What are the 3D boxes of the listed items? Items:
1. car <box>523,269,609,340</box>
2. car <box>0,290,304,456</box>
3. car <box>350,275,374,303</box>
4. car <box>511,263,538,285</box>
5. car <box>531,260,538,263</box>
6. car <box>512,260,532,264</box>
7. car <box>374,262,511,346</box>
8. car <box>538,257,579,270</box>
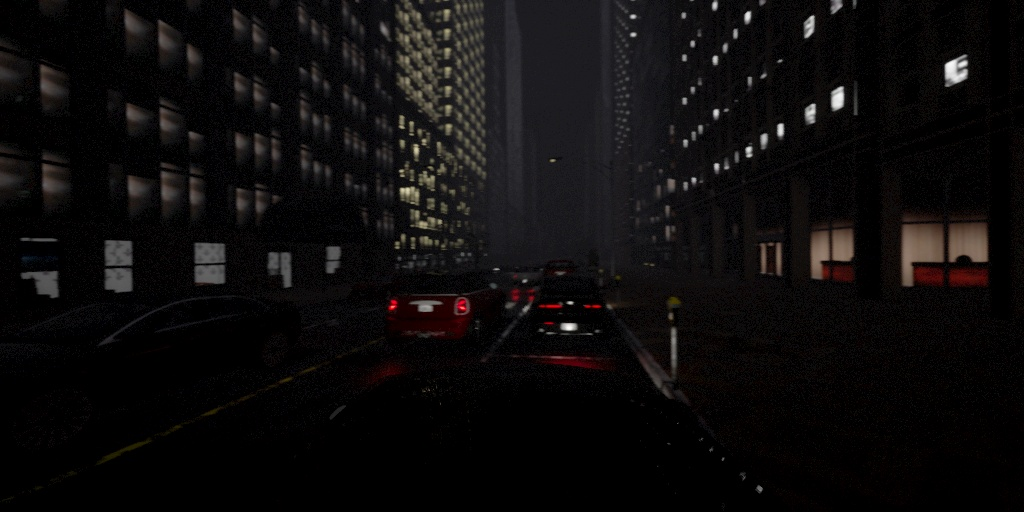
[{"bbox_3d":[1.595,1.269,10.048,1.837,1.490,4.892,-1,0,9],"label":"car"},{"bbox_3d":[-5.477,1.327,5.376,2.128,1.511,4.902,-1,0,9],"label":"car"},{"bbox_3d":[-6.123,1.442,17.695,1.888,1.381,4.507,0,0,9],"label":"car"},{"bbox_3d":[1.248,1.443,27.189,1.895,1.301,4.718,-1,0,9],"label":"car"},{"bbox_3d":[3.803,1.406,43.939,1.812,1.442,4.674,-1,0,9],"label":"car"},{"bbox_3d":[1.607,1.492,49.130,1.812,1.442,4.674,-1,0,9],"label":"car"},{"bbox_3d":[-1.528,1.156,9.821,2.097,1.767,4.553,-1,0,9],"label":"car"},{"bbox_3d":[3.048,1.112,21.988,2.192,1.841,5.009,0,0,9],"label":"car"}]
